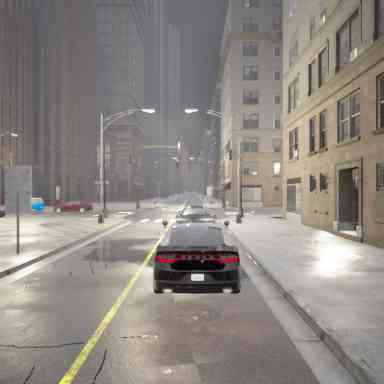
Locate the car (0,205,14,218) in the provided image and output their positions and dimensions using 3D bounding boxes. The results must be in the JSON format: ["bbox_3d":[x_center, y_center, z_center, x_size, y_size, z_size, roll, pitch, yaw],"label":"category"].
[{"bbox_3d":[-19.600,1.524,30.620,5.009,1.841,2.192,-1,0,0],"label":"car"}]

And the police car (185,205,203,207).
[{"bbox_3d":[0.127,1.509,18.543,2.038,1.542,4.974,0,0,0],"label":"police car"}]

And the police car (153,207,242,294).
[{"bbox_3d":[0.110,1.427,8.938,1.930,1.638,5.238,0,0,0],"label":"police car"}]

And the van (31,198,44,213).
[{"bbox_3d":[-19.570,1.591,39.145,3.998,1.788,1.690,-1,0,0],"label":"van"}]

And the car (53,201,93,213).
[{"bbox_3d":[-13.943,1.726,39.120,4.507,1.381,1.887,-1,0,0],"label":"car"}]
